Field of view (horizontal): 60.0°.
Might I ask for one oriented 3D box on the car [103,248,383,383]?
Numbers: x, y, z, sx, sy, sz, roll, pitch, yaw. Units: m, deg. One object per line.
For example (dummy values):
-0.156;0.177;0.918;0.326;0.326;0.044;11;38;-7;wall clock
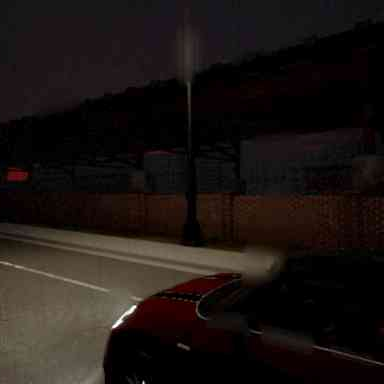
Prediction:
1.274;1.346;3.083;4.553;1.767;2.097;1;0;36;car
